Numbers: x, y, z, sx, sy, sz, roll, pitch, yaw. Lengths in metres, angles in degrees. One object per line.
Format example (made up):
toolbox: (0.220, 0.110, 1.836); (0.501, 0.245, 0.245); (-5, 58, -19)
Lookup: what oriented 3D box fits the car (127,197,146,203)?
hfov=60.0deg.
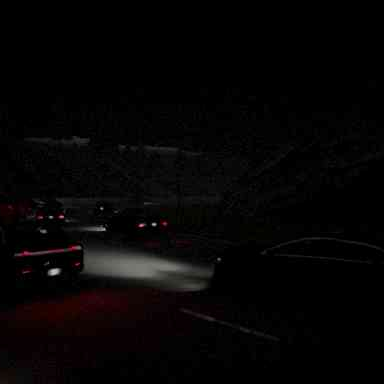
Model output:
car: (-11.630, 1.669, 70.246); (1.994, 1.385, 4.181); (0, 0, 39)

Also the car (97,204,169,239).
car: (-3.203, 1.626, 18.168); (2.033, 1.411, 5.357); (0, 0, -33)

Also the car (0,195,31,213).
car: (-14.778, 1.316, 26.670); (2.150, 2.045, 5.566); (0, 0, -18)

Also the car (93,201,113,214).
car: (-9.711, 1.717, 37.019); (1.994, 1.385, 4.181); (0, 0, -7)

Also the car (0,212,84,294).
car: (-4.647, 1.525, 9.009); (2.128, 1.511, 4.902); (0, 0, -43)

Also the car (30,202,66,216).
car: (-9.837, 1.636, 23.155); (2.033, 1.411, 5.357); (0, 0, -23)

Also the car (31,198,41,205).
car: (-21.774, 1.374, 41.892); (2.150, 2.045, 5.566); (0, 0, 1)

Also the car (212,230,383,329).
car: (2.683, 1.529, 6.756); (4.902, 1.511, 2.128); (0, 0, 39)

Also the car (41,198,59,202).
car: (-21.124, 1.691, 49.195); (1.837, 1.490, 4.892); (0, 0, 9)
